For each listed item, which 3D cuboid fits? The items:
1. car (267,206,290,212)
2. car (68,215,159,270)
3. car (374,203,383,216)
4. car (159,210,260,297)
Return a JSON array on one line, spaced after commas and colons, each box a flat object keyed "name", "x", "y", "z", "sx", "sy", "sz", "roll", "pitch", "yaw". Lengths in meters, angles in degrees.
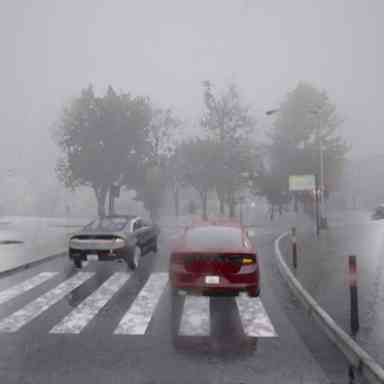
[{"name": "car", "x": 18.937, "y": 3.858, "z": 72.847, "sx": 4.892, "sy": 1.490, "sz": 1.837, "roll": -3, "pitch": -5, "yaw": 37}, {"name": "car", "x": -2.311, "y": 1.518, "z": 11.150, "sx": 2.128, "sy": 1.511, "sz": 4.902, "roll": -1, "pitch": 0, "yaw": 7}, {"name": "car", "x": 21.835, "y": 1.924, "z": 37.493, "sx": 1.812, "sy": 1.442, "sz": 4.674, "roll": -3, "pitch": -2, "yaw": 34}, {"name": "car", "x": 0.633, "y": 1.466, "z": 8.626, "sx": 1.882, "sy": 1.535, "sz": 5.008, "roll": -1, "pitch": 0, "yaw": 6}]
